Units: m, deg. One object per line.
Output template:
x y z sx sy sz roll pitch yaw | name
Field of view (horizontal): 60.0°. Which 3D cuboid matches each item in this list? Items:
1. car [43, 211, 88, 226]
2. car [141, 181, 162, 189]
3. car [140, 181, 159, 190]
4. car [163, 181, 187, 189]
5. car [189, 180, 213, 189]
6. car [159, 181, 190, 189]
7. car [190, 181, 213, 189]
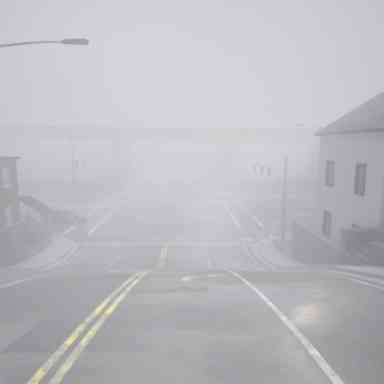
-14.074 2.931 36.980 4.892 1.490 1.837 2 8 -1 | car
-8.157 -1.451 66.659 4.536 1.218 1.853 8 11 43 | car
-8.119 -1.290 66.646 4.974 1.542 2.038 8 11 43 | car
-3.469 -1.440 66.692 4.536 1.218 1.853 -6 10 -36 | car
1.806 -1.534 67.498 4.536 1.218 1.853 4 9 28 | car
-3.511 -1.279 66.683 4.974 1.542 2.038 -6 10 -36 | car
1.851 -1.374 67.496 4.974 1.542 2.038 4 9 28 | car
